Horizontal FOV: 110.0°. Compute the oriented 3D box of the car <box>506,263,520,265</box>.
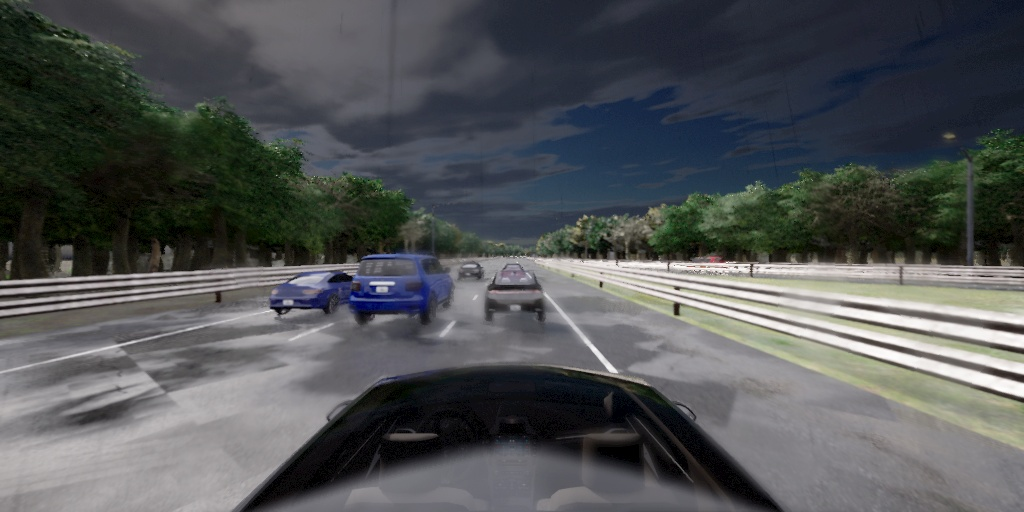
[{"bbox_3d":[0.097,1.298,29.801,1.994,1.385,4.181,0,0,0],"label":"car"}]

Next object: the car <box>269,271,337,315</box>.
[{"bbox_3d":[-6.901,1.265,13.361,1.812,1.442,4.674,0,0,0],"label":"car"}]

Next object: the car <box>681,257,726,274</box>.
[{"bbox_3d":[23.947,1.131,45.045,2.150,2.045,5.566,0,0,-21],"label":"car"}]

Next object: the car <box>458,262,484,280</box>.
[{"bbox_3d":[-3.402,1.260,30.283,1.812,1.442,4.674,0,0,0],"label":"car"}]

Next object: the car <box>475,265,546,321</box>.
[{"bbox_3d":[0.099,1.230,12.414,2.128,1.511,4.902,0,0,0],"label":"car"}]

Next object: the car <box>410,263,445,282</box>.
[{"bbox_3d":[-6.903,1.300,29.741,1.994,1.385,4.181,0,0,0],"label":"car"}]

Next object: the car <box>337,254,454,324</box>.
[{"bbox_3d":[-3.401,0.961,12.079,2.150,2.045,5.566,0,0,0],"label":"car"}]
